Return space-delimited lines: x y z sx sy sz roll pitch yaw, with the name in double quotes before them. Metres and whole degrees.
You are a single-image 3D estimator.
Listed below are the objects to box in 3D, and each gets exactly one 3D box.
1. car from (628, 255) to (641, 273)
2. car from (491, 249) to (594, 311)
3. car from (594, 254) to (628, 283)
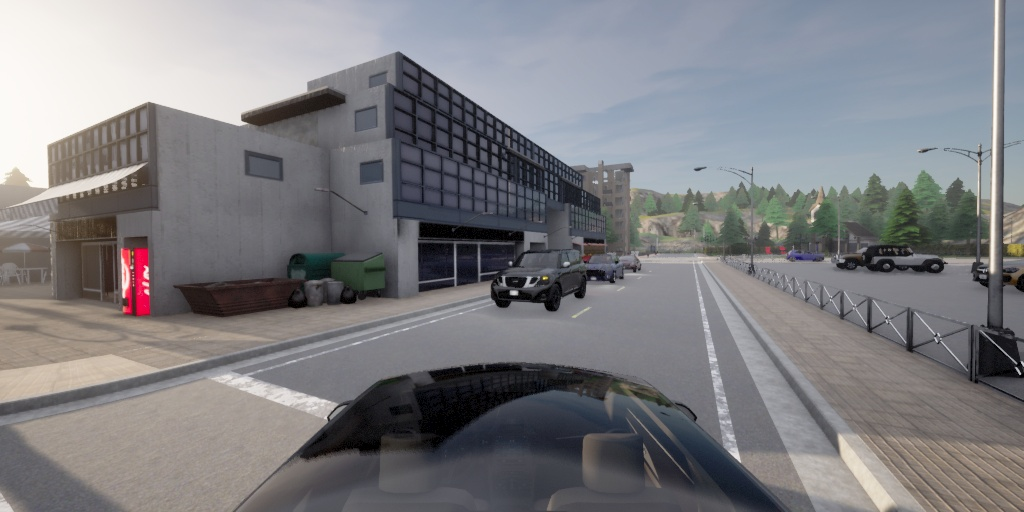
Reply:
"car" 10.252 0.632 31.737 1.812 1.442 4.674 0 1 27
"car" 1.291 0.757 13.780 2.150 2.045 5.566 0 1 26
"car" 5.681 0.677 22.583 2.097 1.767 4.553 0 1 26
